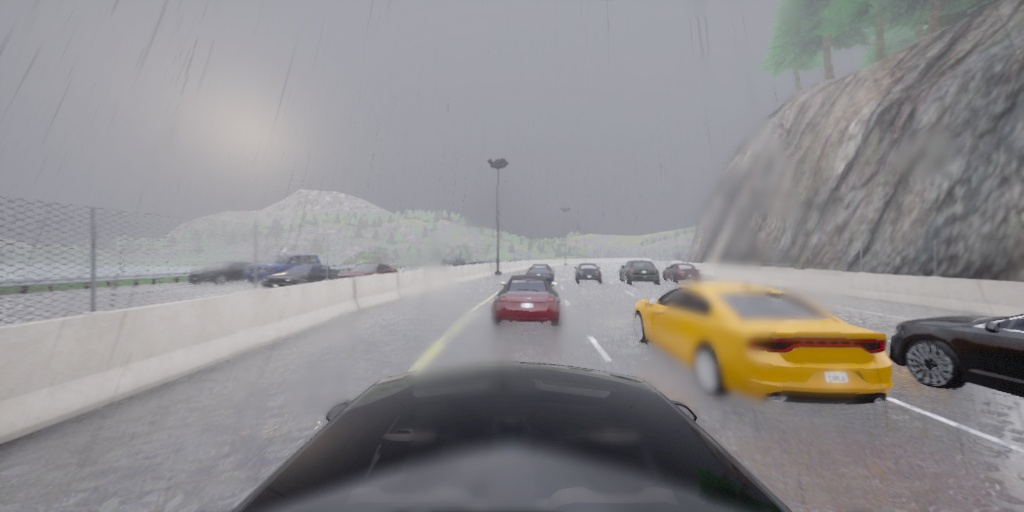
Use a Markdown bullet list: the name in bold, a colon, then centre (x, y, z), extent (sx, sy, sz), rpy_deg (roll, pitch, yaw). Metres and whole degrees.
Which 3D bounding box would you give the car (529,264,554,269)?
- **car**: centre (2.148, 1.276, 26.804), extent (1.994, 1.385, 4.181), rpy_deg (0, 0, 8)

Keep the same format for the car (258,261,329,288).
- **car**: centre (-12.792, 1.235, 22.435), extent (2.033, 1.411, 5.357), rpy_deg (0, 0, 6)

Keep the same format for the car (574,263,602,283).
- **car**: centre (5.741, 1.244, 27.206), extent (1.812, 1.442, 4.674), rpy_deg (0, 0, 9)

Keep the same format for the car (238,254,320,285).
- **car**: centre (-15.920, 0.898, 25.504), extent (2.150, 2.045, 5.566), rpy_deg (0, 0, 7)

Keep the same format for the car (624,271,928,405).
- **car**: centre (3.760, 1.227, 6.543), extent (1.882, 1.535, 5.008), rpy_deg (0, 0, 2)

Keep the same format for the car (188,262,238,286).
- **car**: centre (-19.499, 1.147, 24.902), extent (1.882, 1.535, 5.008), rpy_deg (0, 0, 7)

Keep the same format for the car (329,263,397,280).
- **car**: centre (-9.157, 1.172, 23.043), extent (1.882, 1.535, 5.008), rpy_deg (0, 0, 7)

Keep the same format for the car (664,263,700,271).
- **car**: centre (12.815, 1.259, 27.149), extent (1.812, 1.442, 4.674), rpy_deg (0, 0, 9)

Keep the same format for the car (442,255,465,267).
- **car**: centre (-10.354, 0.845, 64.333), extent (2.150, 2.045, 5.566), rpy_deg (0, 0, 19)

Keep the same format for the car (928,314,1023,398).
- **car**: centre (7.201, 1.254, 3.947), extent (2.128, 1.511, 4.902), rpy_deg (0, 0, 1)

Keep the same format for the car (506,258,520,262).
- **car**: centre (0.147, 1.152, 62.554), extent (1.837, 1.490, 4.892), rpy_deg (0, 0, 20)

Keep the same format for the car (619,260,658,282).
- **car**: centre (9.089, 1.080, 25.908), extent (2.097, 1.767, 4.553), rpy_deg (0, 0, 8)

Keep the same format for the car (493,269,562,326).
- **car**: centre (0.521, 1.298, 11.653), extent (1.994, 1.385, 4.181), rpy_deg (0, 0, 3)

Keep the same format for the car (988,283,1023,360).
- **car**: centre (10.725, 1.293, 5.068), extent (1.812, 1.442, 4.674), rpy_deg (0, 0, 1)

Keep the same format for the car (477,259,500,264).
- **car**: centre (-3.600, 1.187, 62.425), extent (2.033, 1.411, 5.357), rpy_deg (0, 0, 20)
